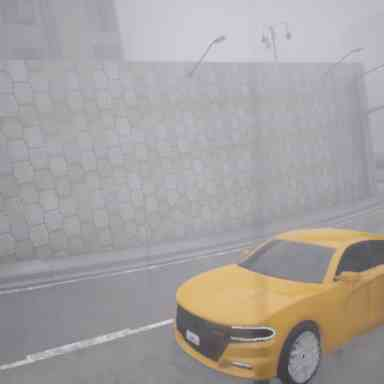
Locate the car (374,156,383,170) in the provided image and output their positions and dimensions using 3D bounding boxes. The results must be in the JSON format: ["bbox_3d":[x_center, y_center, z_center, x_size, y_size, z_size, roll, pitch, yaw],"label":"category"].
[{"bbox_3d":[18.445,-2.959,33.917,1.895,1.301,4.718,-15,9,-34],"label":"car"}]

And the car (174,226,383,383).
[{"bbox_3d":[2.038,1.393,5.435,5.008,1.535,1.882,-2,1,-35],"label":"car"}]
